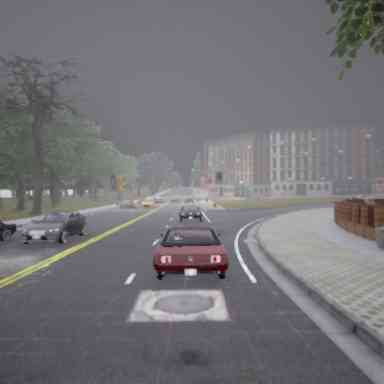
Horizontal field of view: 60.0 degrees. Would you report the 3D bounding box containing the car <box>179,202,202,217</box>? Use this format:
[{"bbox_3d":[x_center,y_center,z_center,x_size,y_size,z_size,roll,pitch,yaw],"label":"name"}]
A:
[{"bbox_3d":[-0.125,1.802,28.971,1.895,1.301,4.718,-1,0,-1],"label":"car"}]

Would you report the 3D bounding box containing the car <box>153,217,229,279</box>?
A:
[{"bbox_3d":[-0.045,1.681,10.313,1.895,1.301,4.718,0,-1,-1],"label":"car"}]

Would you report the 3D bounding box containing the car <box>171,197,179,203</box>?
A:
[{"bbox_3d":[-3.920,1.873,76.827,2.033,1.411,5.357,-1,0,-1],"label":"car"}]

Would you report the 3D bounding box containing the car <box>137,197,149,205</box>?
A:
[{"bbox_3d":[-10.367,1.925,71.102,1.837,1.490,4.892,-1,0,-1],"label":"car"}]

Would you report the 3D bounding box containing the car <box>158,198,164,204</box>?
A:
[{"bbox_3d":[-7.116,1.942,71.133,1.994,1.385,4.181,-1,0,-1],"label":"car"}]

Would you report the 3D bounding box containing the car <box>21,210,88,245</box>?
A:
[{"bbox_3d":[-6.708,1.687,16.731,2.128,1.511,4.902,-1,0,-1],"label":"car"}]

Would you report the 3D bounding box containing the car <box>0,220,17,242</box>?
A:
[{"bbox_3d":[-9.940,1.818,14.931,1.895,1.301,4.718,-1,0,-1],"label":"car"}]

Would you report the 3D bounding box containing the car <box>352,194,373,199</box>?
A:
[{"bbox_3d":[28.269,1.041,54.350,5.008,1.535,1.882,-2,2,-31],"label":"car"}]

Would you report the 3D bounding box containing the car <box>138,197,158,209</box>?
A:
[{"bbox_3d":[-7.013,1.886,53.144,1.882,1.535,5.008,-1,0,0],"label":"car"}]

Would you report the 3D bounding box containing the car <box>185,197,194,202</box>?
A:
[{"bbox_3d":[-0.674,1.821,77.206,1.812,1.442,4.674,-1,0,-1],"label":"car"}]

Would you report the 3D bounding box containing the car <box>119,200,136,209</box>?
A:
[{"bbox_3d":[-10.259,1.969,52.755,1.812,1.442,4.674,-1,0,0],"label":"car"}]
